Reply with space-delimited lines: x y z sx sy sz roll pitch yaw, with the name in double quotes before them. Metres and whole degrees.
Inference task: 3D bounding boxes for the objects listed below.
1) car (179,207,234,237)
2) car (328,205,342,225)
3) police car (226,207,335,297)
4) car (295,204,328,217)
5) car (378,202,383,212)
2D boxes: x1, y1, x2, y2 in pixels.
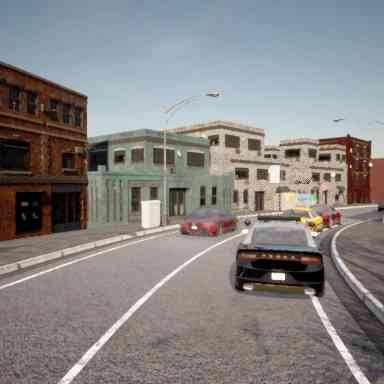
"car" 1.011 1.538 17.877 1.994 1.385 4.181 0 0 27
"car" 8.689 1.557 22.248 1.812 1.442 4.674 1 0 36
"police car" 2.323 1.428 8.912 1.930 1.638 5.238 0 0 15
"car" 5.796 1.471 17.656 1.801 1.575 5.366 1 0 28
"car" 24.047 1.683 40.147 4.181 1.385 1.994 0 1 -44
